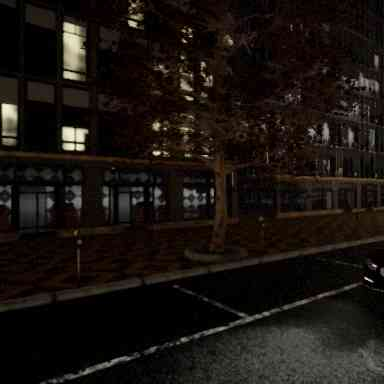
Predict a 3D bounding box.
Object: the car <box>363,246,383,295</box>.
[{"bbox_3d":[5.765,1.436,7.493,4.902,1.511,2.128,0,0,-35],"label":"car"}]
